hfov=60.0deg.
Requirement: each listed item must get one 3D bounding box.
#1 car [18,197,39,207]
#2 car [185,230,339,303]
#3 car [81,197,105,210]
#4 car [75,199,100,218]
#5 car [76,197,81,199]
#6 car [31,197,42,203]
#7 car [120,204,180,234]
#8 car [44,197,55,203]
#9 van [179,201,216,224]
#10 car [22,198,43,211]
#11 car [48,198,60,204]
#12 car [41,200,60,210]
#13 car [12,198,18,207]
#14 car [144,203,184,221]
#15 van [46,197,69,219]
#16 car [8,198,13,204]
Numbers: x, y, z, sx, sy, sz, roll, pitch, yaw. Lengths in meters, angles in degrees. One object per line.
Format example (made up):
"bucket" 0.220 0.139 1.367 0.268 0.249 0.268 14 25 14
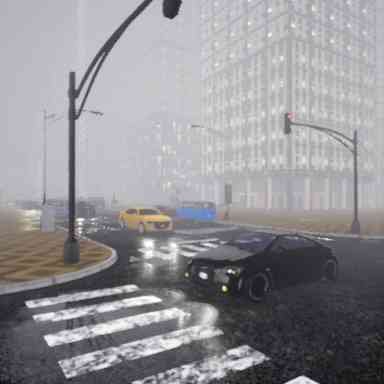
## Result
"car" -24.710 1.896 50.495 2.008 1.369 4.403 1 -1 -32
"car" 1.913 1.717 8.644 4.181 1.385 1.994 0 -1 -34
"car" -14.665 1.693 50.328 2.192 1.841 5.009 1 -1 -32
"car" -11.370 1.786 34.375 1.837 1.490 4.892 0 0 -32
"car" -17.643 1.943 54.998 1.887 1.381 4.507 1 -1 -32
"car" -39.482 2.066 84.265 1.994 1.385 4.181 0 0 -32
"car" -3.022 1.698 21.265 1.882 1.535 5.008 0 0 -32
"car" -35.592 2.050 83.173 1.752 1.417 4.829 1 -1 -32
"van" 0.310 1.611 27.035 1.690 1.788 3.998 1 -1 -32
"car" -21.735 1.890 45.823 1.947 1.339 4.313 1 -1 -32
"car" -32.525 2.054 78.357 2.008 1.369 4.403 1 -1 -32
"car" -21.421 1.956 50.331 1.994 1.385 4.181 0 0 -32
"car" -30.663 1.970 59.839 1.802 1.307 4.206 1 -1 -32
"car" -2.743 1.836 31.655 1.887 1.381 4.507 1 -1 -32
"van" -12.804 1.601 31.810 1.690 1.788 3.998 1 -1 -32
"car" -42.569 2.053 78.526 1.802 1.307 4.206 1 -1 -32
